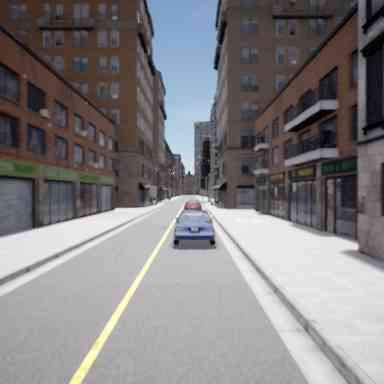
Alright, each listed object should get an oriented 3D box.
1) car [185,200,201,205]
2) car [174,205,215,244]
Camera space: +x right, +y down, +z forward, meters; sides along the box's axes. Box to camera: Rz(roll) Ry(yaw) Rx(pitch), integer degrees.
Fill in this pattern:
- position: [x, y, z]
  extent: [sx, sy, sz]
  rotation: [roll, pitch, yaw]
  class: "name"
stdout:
- position: [0.109, 1.570, 37.658]
  extent: [1.994, 1.385, 4.181]
  rotation: [0, 0, 0]
  class: "car"
- position: [0.104, 1.549, 15.871]
  extent: [2.033, 1.411, 5.357]
  rotation: [0, 0, 0]
  class: "car"
